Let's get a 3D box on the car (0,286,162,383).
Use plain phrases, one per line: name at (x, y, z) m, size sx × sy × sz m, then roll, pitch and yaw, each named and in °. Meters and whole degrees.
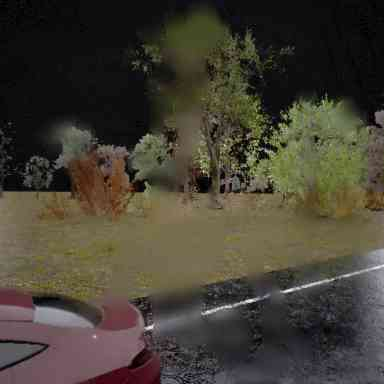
car at (-2.439, 1.525, 2.256) m, size 4.674 × 1.442 × 1.812 m, roll 0°, pitch 0°, yaw -35°
